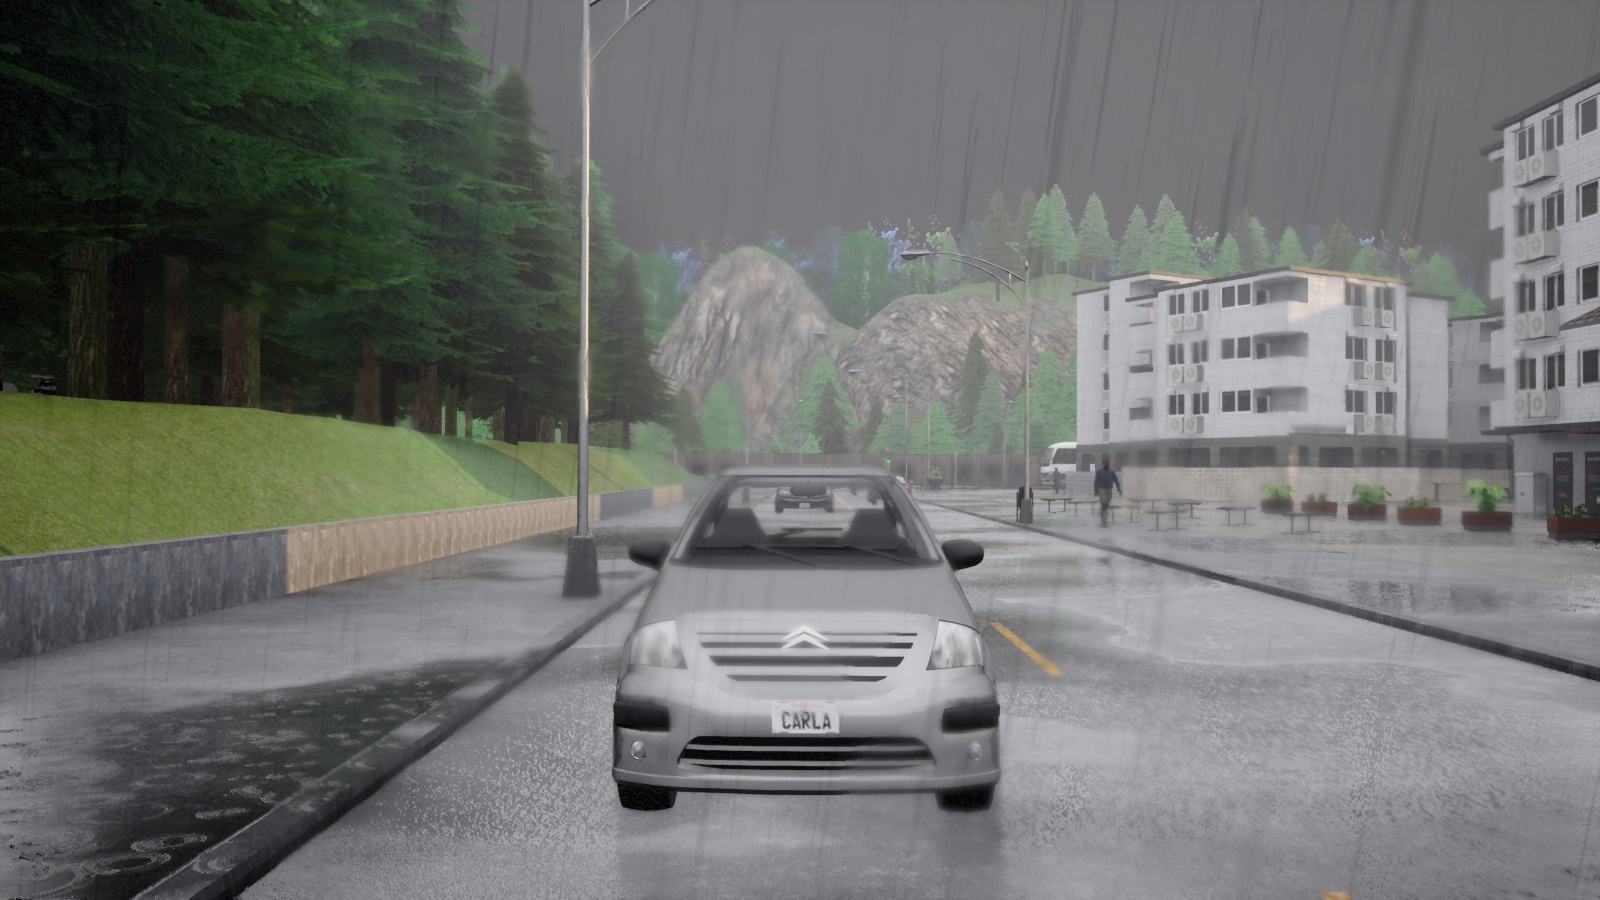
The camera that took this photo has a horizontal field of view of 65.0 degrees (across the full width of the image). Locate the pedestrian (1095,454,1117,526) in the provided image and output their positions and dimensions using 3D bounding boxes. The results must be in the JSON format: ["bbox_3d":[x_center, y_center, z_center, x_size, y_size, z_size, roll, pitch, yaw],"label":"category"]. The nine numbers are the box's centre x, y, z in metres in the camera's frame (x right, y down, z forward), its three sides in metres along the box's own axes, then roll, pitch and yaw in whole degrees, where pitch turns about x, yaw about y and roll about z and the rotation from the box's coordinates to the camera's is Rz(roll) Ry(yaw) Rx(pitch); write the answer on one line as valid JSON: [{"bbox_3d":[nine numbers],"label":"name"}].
[{"bbox_3d":[7.904,1.037,32.464,0.370,1.835,0.726,0,-1,1],"label":"pedestrian"}]

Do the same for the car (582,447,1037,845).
[{"bbox_3d":[0.044,0.832,7.120,1.851,1.617,3.988,0,-1,0],"label":"car"}]
